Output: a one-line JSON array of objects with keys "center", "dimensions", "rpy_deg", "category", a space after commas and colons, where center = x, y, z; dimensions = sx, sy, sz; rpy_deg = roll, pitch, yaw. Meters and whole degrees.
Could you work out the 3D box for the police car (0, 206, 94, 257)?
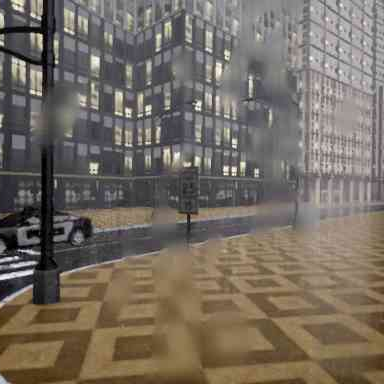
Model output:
[{"center": [-6.360, 1.391, 12.953], "dimensions": [1.930, 1.638, 5.238], "rpy_deg": [1, 1, 38], "category": "police car"}]
